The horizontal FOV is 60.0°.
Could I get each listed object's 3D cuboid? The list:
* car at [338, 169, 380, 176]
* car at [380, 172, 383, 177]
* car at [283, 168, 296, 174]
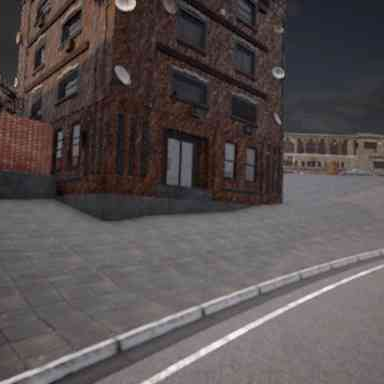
[{"bbox_3d":[23.139,-2.394,46.969,4.892,1.521,2.231,2,-4,-1],"label":"car"},{"bbox_3d":[28.656,-2.228,47.065,4.892,1.521,2.231,2,-4,-1],"label":"car"},{"bbox_3d":[12.206,-2.821,46.802,4.553,1.767,2.185,2,-4,-1],"label":"car"}]
